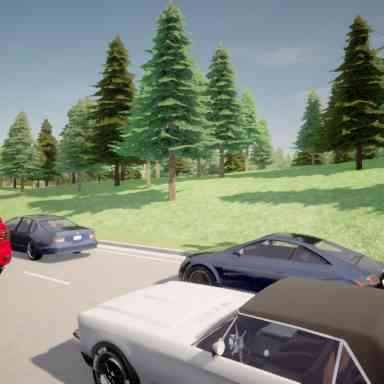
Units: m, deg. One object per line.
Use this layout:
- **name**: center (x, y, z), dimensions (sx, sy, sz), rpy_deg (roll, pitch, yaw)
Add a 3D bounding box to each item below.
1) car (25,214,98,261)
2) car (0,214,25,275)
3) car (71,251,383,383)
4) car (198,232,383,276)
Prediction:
- **car**: center (-5.802, 1.547, 12.353), dimensions (5.357, 1.411, 2.033), rpy_deg (0, 0, 35)
- **car**: center (-7.064, 1.221, 8.949), dimensions (5.566, 2.045, 2.150), rpy_deg (0, 0, 36)
- **car**: center (0.907, 1.601, 3.344), dimensions (4.718, 1.301, 1.895), rpy_deg (0, 0, 35)
- **car**: center (1.756, 1.564, 7.036), dimensions (4.181, 1.385, 1.994), rpy_deg (0, 0, 35)
